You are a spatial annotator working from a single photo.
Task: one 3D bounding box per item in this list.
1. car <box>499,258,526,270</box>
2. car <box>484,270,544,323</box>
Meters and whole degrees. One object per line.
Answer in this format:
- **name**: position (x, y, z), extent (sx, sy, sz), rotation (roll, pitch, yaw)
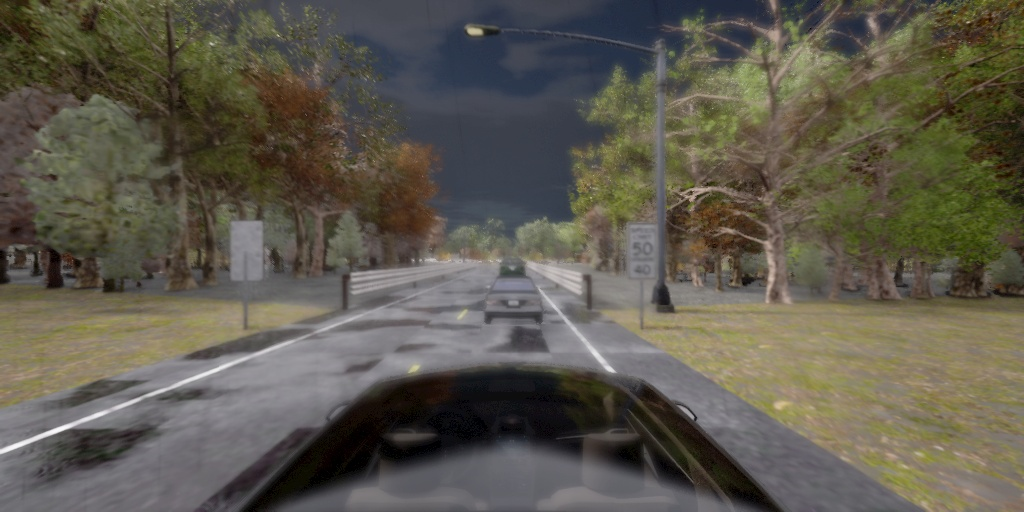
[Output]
- **car**: position (0.076, 1.166, 31.386), extent (2.150, 2.045, 5.566), rotation (0, -1, 0)
- **car**: position (0.061, 1.369, 12.492), extent (2.033, 1.411, 5.357), rotation (0, 0, 0)
